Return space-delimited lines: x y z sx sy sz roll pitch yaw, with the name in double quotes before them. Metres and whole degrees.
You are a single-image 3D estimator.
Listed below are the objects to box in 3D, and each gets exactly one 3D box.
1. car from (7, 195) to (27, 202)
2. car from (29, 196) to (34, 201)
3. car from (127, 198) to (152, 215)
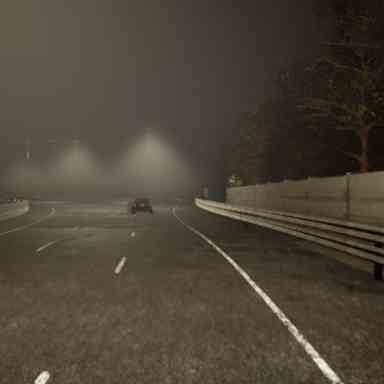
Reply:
"car" -41.078 1.598 78.504 4.892 1.490 1.837 0 0 41
"car" -43.078 1.625 84.925 4.674 1.442 1.812 0 0 38
"car" -5.583 1.366 35.096 2.097 1.767 4.553 0 0 -18
